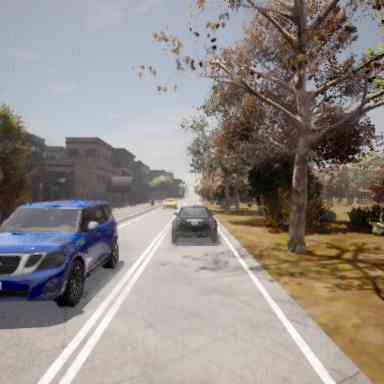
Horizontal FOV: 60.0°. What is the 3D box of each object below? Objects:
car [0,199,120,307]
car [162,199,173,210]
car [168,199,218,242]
[{"bbox_3d":[-3.346,1.237,8.361,2.150,2.045,5.566,0,0,0],"label":"car"},{"bbox_3d":[-3.235,1.736,48.923,1.882,1.535,5.008,0,0,0],"label":"car"},{"bbox_3d":[0.116,1.413,16.855,2.097,1.767,4.553,0,0,0],"label":"car"}]
